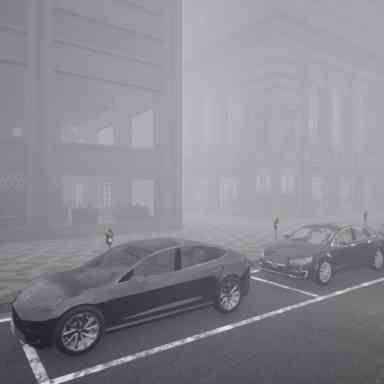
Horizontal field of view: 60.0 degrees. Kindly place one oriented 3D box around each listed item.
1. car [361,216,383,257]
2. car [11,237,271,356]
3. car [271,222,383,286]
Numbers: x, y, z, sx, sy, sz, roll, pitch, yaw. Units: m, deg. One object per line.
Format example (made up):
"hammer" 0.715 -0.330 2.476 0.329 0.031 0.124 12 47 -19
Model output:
"car" 8.377 1.582 12.588 4.206 1.307 1.802 0 0 -35
"car" -0.817 1.566 6.062 4.313 1.339 1.947 0 0 -35
"car" 3.779 1.550 9.325 4.403 1.369 2.008 0 0 -35
